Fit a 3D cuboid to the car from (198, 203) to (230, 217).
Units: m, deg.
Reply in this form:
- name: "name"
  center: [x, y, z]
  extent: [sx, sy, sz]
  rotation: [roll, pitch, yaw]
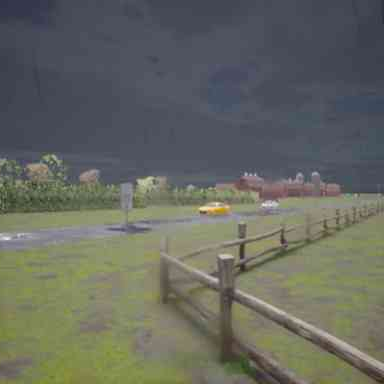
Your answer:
- name: "car"
  center: [2.518, 1.936, 37.374]
  extent: [1.882, 1.535, 5.008]
  rotation: [0, -1, 34]

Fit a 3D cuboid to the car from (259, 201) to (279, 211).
- name: "car"
  center: [11.955, 2.100, 51.289]
  extent: [1.812, 1.442, 4.674]
  rotation: [0, -1, 34]
